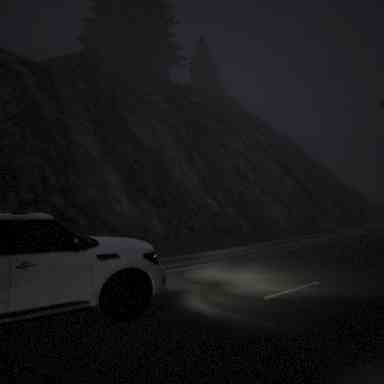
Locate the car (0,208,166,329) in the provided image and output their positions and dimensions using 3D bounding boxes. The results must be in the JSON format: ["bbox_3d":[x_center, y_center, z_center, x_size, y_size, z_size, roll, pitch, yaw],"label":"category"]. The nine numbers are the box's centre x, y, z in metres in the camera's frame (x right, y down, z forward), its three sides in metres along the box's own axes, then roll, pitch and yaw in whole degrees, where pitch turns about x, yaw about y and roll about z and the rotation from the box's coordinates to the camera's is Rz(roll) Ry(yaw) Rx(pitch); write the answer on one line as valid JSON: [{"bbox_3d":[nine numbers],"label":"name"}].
[{"bbox_3d":[-3.162,1.305,5.715,5.566,2.045,2.150,0,0,-36],"label":"car"}]
